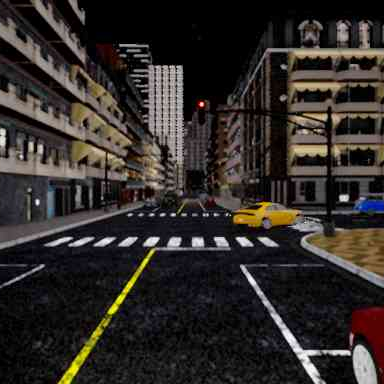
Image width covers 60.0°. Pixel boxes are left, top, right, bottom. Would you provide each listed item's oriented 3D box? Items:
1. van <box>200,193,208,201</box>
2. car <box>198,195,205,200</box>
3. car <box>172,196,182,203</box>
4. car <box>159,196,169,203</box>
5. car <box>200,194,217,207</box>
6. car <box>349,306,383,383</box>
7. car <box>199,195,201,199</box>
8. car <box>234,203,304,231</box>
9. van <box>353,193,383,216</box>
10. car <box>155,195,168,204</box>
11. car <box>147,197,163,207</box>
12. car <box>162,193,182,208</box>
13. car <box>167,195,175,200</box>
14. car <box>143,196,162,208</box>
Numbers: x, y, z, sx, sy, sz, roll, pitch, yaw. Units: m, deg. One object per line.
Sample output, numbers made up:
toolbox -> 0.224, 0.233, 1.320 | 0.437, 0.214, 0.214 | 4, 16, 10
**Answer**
van -> 2.727, 1.266, 78.781 | 1.690, 1.788, 3.998 | -1, 0, 0
car -> 2.739, 1.466, 95.365 | 1.887, 1.381, 4.507 | -1, 0, 0
car -> -2.987, 1.456, 65.910 | 1.812, 1.442, 4.674 | 0, 0, 1
car -> -5.658, 1.512, 67.736 | 1.802, 1.307, 4.206 | -1, 0, 0
car -> 2.711, 1.381, 51.142 | 1.967, 1.590, 4.097 | -1, 0, 0
car -> 2.683, 1.541, 2.143 | 1.887, 1.381, 4.507 | 0, 0, 0
car -> 2.723, 1.481, 67.725 | 2.008, 1.369, 4.403 | -1, 0, 0
car -> 4.850, 1.420, 20.646 | 5.008, 1.535, 1.882 | -1, -1, -36
van -> 15.657, 0.996, 27.705 | 3.998, 1.788, 1.690 | -1, 1, -1
car -> -5.663, 1.373, 62.208 | 1.967, 1.590, 4.097 | -1, 0, 0
car -> -5.668, 1.506, 51.152 | 1.947, 1.339, 4.313 | 0, 0, 0
car -> -3.066, 1.163, 48.248 | 2.150, 2.045, 5.566 | 0, 0, 0
car -> -5.644, 1.504, 89.848 | 1.802, 1.307, 4.206 | -1, 0, 0
car -> -5.671, 1.495, 45.624 | 2.008, 1.369, 4.403 | 0, 0, 0
